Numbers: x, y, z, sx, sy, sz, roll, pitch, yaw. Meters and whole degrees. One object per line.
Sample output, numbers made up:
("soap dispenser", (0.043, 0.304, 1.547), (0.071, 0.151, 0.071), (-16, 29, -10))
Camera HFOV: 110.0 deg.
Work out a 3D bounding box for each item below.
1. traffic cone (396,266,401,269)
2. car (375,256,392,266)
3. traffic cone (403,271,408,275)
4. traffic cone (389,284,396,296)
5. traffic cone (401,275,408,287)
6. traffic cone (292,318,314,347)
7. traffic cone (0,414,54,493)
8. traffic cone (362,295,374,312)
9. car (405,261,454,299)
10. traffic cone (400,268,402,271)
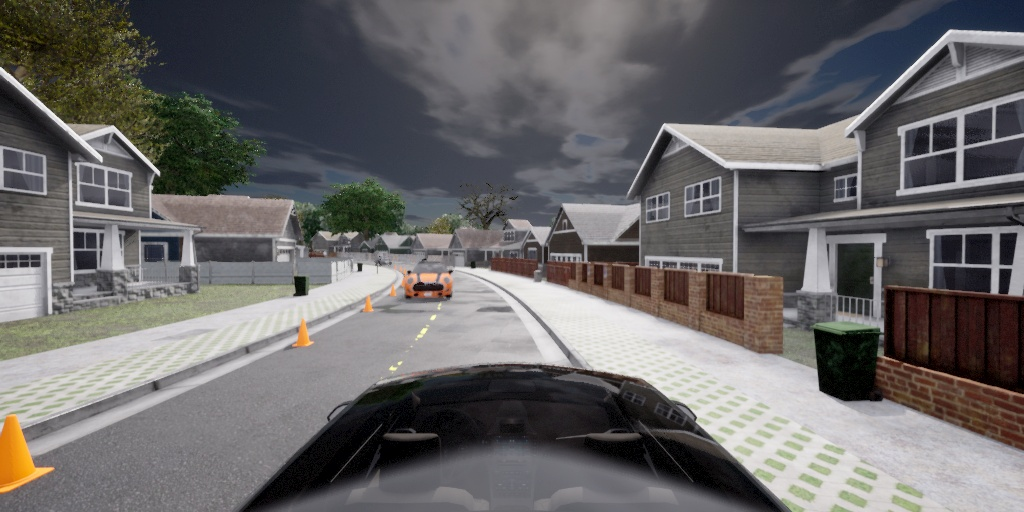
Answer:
("traffic cone", (-12.771, 1.447, 41.119), (0.340, 0.580, 0.340), (0, 0, -23))
("car", (-21.158, 0.802, 58.870), (2.128, 1.511, 4.902), (-1, 1, -34))
("traffic cone", (-7.983, 1.591, 27.284), (0.340, 0.580, 0.340), (0, 0, -15))
("traffic cone", (-5.886, 1.662, 17.747), (0.340, 0.580, 0.340), (0, 0, -10))
("traffic cone", (-6.823, 1.630, 22.540), (0.340, 0.580, 0.340), (0, 0, -12))
("traffic cone", (-4.691, 1.699, 8.055), (0.340, 0.580, 0.340), (0, 0, -4))
("traffic cone", (-4.434, 1.705, 3.178), (0.340, 0.580, 0.340), (0, 0, -2))
("traffic cone", (-5.175, 1.684, 12.915), (0.340, 0.580, 0.340), (0, 0, -7))
("car", (-3.982, 1.056, 17.619), (2.097, 1.767, 4.553), (0, 0, -10))
("traffic cone", (-10.959, 1.495, 36.583), (0.340, 0.580, 0.340), (0, 0, -20))
